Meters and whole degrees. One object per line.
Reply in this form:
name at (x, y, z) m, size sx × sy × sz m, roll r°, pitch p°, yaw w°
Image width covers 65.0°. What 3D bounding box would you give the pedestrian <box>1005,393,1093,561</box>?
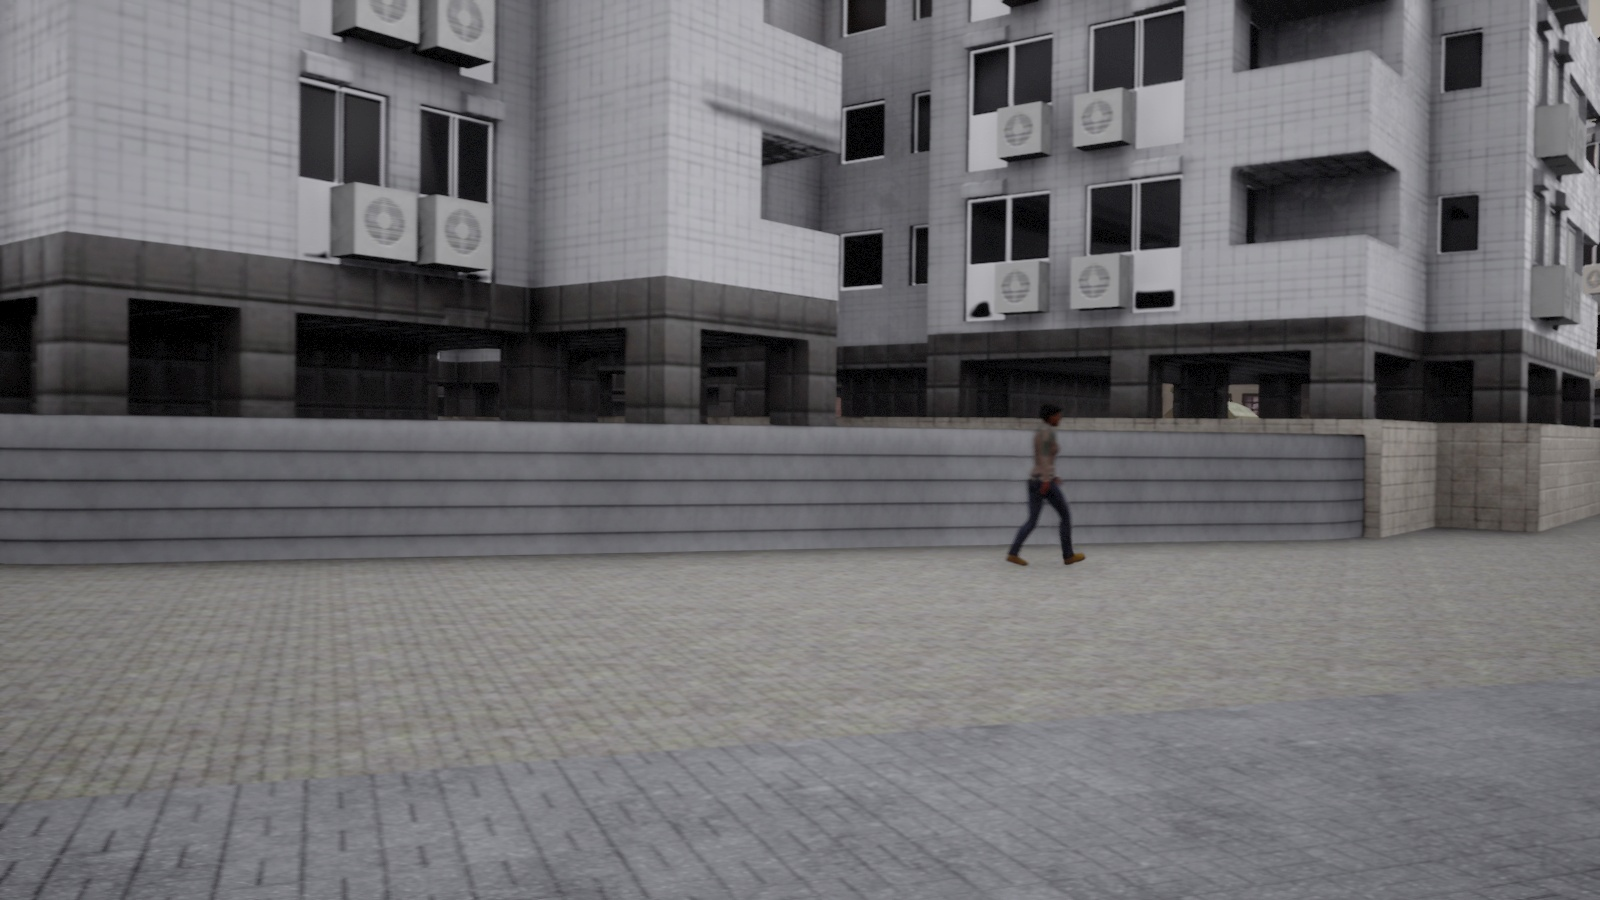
pedestrian at (2.717, 0.287, 13.712) m, size 0.869 × 1.805 × 0.328 m, roll -1°, pitch 1°, yaw -12°
